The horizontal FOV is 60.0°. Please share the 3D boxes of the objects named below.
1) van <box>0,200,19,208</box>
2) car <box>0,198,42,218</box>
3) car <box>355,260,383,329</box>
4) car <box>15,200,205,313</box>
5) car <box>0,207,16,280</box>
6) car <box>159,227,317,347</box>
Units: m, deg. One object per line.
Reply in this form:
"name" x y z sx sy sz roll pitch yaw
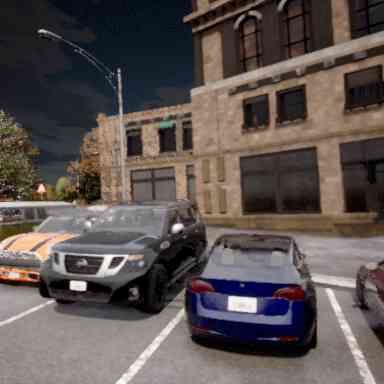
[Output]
"van" -6.056 1.335 11.638 1.878 1.987 4.442 -1 -1 16
"car" -18.547 1.642 35.222 2.097 1.767 4.553 -4 0 21
"car" 3.707 1.537 4.777 2.002 1.452 4.674 0 -1 16
"car" -1.157 1.265 8.238 2.435 2.045 5.566 0 -1 16
"car" -3.582 1.409 10.038 2.185 1.767 4.553 0 -1 16
"car" 1.280 1.533 6.550 2.163 1.488 4.792 0 -1 16
